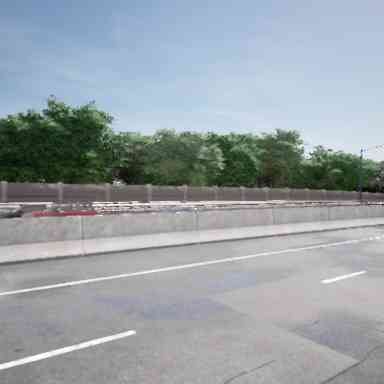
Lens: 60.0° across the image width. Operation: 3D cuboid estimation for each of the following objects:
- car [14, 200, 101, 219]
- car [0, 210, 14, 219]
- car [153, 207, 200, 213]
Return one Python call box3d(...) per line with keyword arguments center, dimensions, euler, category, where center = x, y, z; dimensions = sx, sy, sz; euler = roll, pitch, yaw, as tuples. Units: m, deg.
box3d(center=(-7.808, 1.373, 19.907), dimensions=(4.553, 1.767, 2.097), euler=(0, 0, -35), category="car")
box3d(center=(-10.878, 1.541, 22.022), dimensions=(4.674, 1.442, 1.812), euler=(0, 0, -35), category="car")
box3d(center=(-1.134, 1.601, 20.349), dimensions=(5.357, 1.411, 2.033), euler=(1, 0, -35), category="car")
